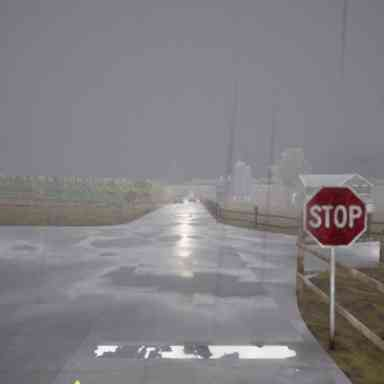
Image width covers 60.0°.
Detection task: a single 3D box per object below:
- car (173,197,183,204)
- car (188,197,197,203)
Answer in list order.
[{"bbox_3d":[-2.667,1.674,65.623,2.033,1.411,5.357,0,0,0],"label":"car"},{"bbox_3d":[0.091,1.676,71.843,2.033,1.411,5.357,0,0,0],"label":"car"}]
